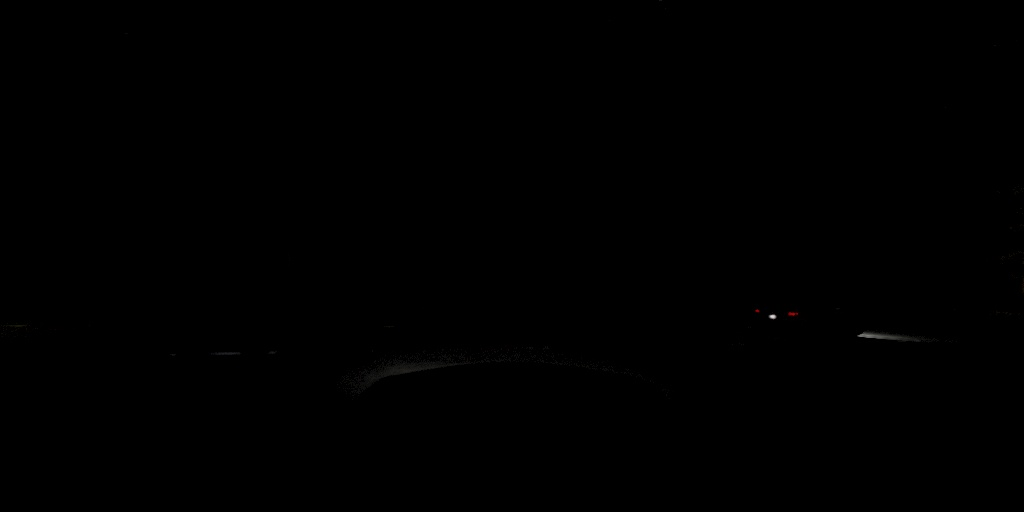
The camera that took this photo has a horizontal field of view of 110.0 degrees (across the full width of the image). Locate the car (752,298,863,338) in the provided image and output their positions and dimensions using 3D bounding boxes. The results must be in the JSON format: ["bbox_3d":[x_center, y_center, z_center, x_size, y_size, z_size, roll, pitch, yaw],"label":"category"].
[{"bbox_3d":[11.730,2.412,14.275,4.181,1.385,1.994,4,-4,-20],"label":"car"}]
